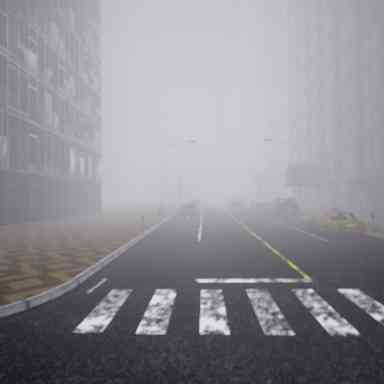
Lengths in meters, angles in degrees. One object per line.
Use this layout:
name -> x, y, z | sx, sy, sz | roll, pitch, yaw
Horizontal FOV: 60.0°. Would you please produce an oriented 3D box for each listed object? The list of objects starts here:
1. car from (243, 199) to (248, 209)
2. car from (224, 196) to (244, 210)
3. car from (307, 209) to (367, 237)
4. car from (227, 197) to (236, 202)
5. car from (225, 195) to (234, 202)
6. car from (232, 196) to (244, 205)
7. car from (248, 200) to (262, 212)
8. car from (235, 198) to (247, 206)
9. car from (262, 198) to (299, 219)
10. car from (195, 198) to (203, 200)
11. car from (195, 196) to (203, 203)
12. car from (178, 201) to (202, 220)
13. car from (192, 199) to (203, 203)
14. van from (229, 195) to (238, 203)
car -> 8.725, 1.776, 46.827 | 1.802, 1.307, 4.206 | 0, 0, 2
car -> 6.163, 1.722, 47.786 | 2.128, 1.511, 4.902 | -1, 0, 2
car -> 7.606, 1.571, 17.977 | 1.752, 1.417, 4.829 | 0, 0, 2
car -> 10.205, 1.938, 86.289 | 2.008, 1.369, 4.403 | 0, 0, 2
car -> 10.416, 1.728, 91.928 | 2.192, 1.841, 5.009 | 0, 0, 2
car -> 9.571, 1.745, 69.378 | 1.967, 1.590, 4.097 | 0, 0, 2
car -> 8.515, 1.711, 41.190 | 1.887, 1.381, 4.507 | 0, 0, 2
car -> 9.359, 1.822, 63.740 | 1.887, 1.381, 4.507 | 0, 0, 2
car -> 8.090, 1.423, 29.917 | 2.192, 1.841, 5.009 | 0, 0, 2
car -> 0.350, 1.877, 47.102 | 1.802, 1.307, 4.206 | 0, 0, 2
car -> 1.830, 1.928, 86.575 | 1.967, 1.590, 4.097 | 0, 0, 2
car -> -0.284, 1.774, 30.186 | 1.947, 1.339, 4.313 | 0, 0, 2
car -> -0.073, 1.788, 35.825 | 2.008, 1.369, 4.403 | 0, 0, 2
van -> 9.993, 1.701, 80.653 | 1.690, 1.788, 3.998 | 0, 0, 2
